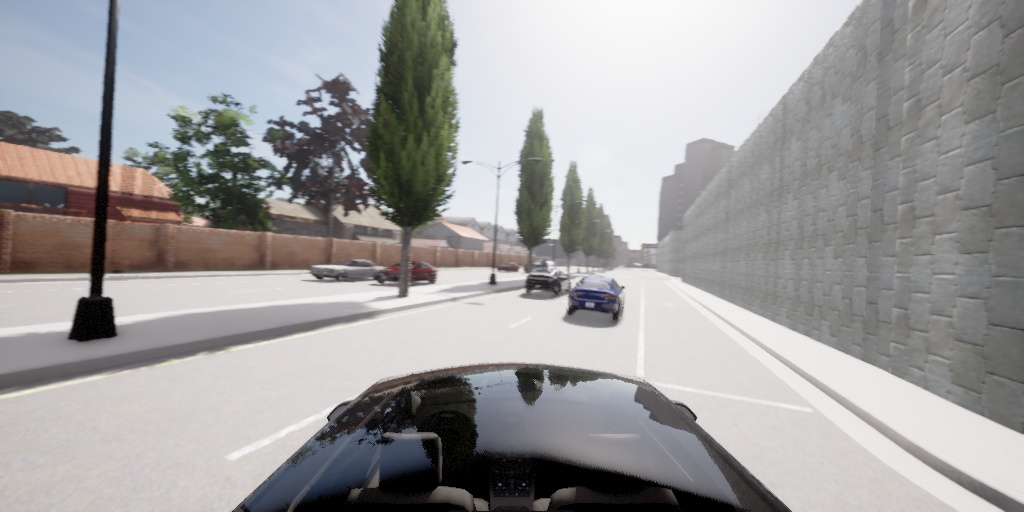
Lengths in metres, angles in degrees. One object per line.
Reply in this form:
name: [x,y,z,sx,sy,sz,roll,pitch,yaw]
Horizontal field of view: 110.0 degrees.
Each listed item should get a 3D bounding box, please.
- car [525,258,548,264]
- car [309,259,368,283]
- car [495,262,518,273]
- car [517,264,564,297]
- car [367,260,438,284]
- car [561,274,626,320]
car: [3.265,1.337,47.516,2.150,2.045,5.566,3,-1,21]
car: [-9.879,0.850,22.054,1.895,1.301,4.718,3,0,20]
car: [-0.548,1.488,47.365,1.895,1.301,4.718,3,0,21]
car: [2.202,1.446,21.052,2.128,1.511,4.902,3,0,20]
car: [-6.220,0.989,21.830,1.812,1.442,4.674,3,0,20]
car: [3.416,1.527,14.200,1.812,1.442,4.674,3,0,20]
